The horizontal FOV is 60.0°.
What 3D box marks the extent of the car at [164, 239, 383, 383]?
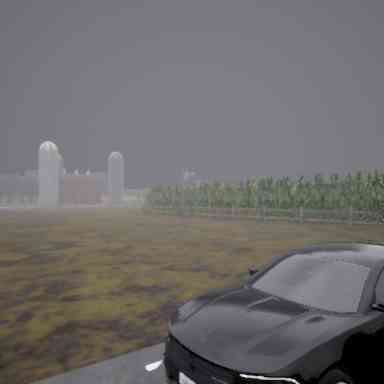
[{"bbox_3d":[1.991,1.477,4.492,5.008,1.535,1.882,0,0,-35],"label":"car"}]
